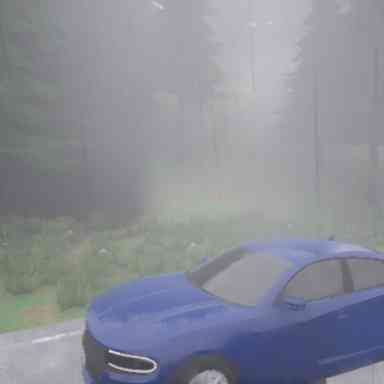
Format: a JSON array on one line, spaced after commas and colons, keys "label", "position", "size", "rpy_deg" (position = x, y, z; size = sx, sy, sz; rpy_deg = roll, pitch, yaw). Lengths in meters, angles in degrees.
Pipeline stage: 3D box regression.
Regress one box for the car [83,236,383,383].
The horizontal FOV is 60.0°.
[{"label": "car", "position": [1.198, 1.382, 4.363], "size": [5.008, 1.535, 1.882], "rpy_deg": [0, 1, -24]}]
